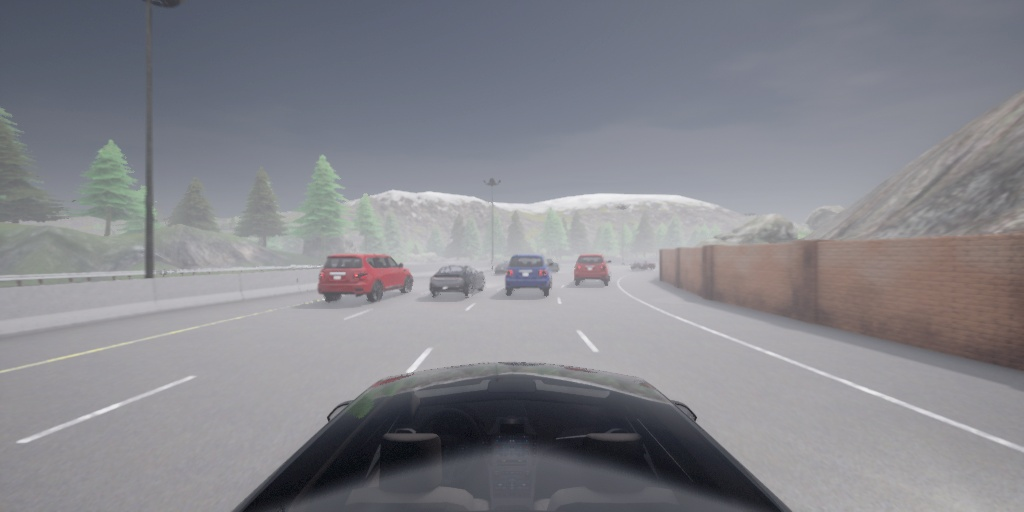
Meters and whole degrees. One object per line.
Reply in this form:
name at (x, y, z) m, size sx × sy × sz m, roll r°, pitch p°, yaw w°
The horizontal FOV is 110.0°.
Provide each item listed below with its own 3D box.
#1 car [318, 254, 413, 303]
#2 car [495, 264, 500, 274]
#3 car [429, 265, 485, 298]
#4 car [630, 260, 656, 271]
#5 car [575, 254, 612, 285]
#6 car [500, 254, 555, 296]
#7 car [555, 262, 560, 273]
car at (-6.522, 0.931, 16.624) m, size 2.150 × 2.045 × 5.566 m, roll 0°, pitch 0°, yaw 6°
car at (-0.128, 1.208, 38.258) m, size 1.994 × 1.385 × 4.181 m, roll 0°, pitch 0°, yaw 25°
car at (-2.638, 1.195, 18.199) m, size 2.128 × 1.511 × 4.902 m, roll 0°, pitch 0°, yaw 7°
car at (17.231, 1.214, 46.858) m, size 1.895 × 1.301 × 4.718 m, roll 0°, pitch 0°, yaw 41°
car at (5.760, 0.902, 25.296) m, size 2.150 × 2.045 × 5.566 m, roll -1°, pitch 0°, yaw 17°
car at (1.014, 0.923, 19.341) m, size 2.150 × 2.045 × 5.566 m, roll 0°, pitch 1°, yaw 8°
car at (3.688, 0.992, 38.858) m, size 2.097 × 1.767 × 4.553 m, roll 0°, pitch 0°, yaw 26°
